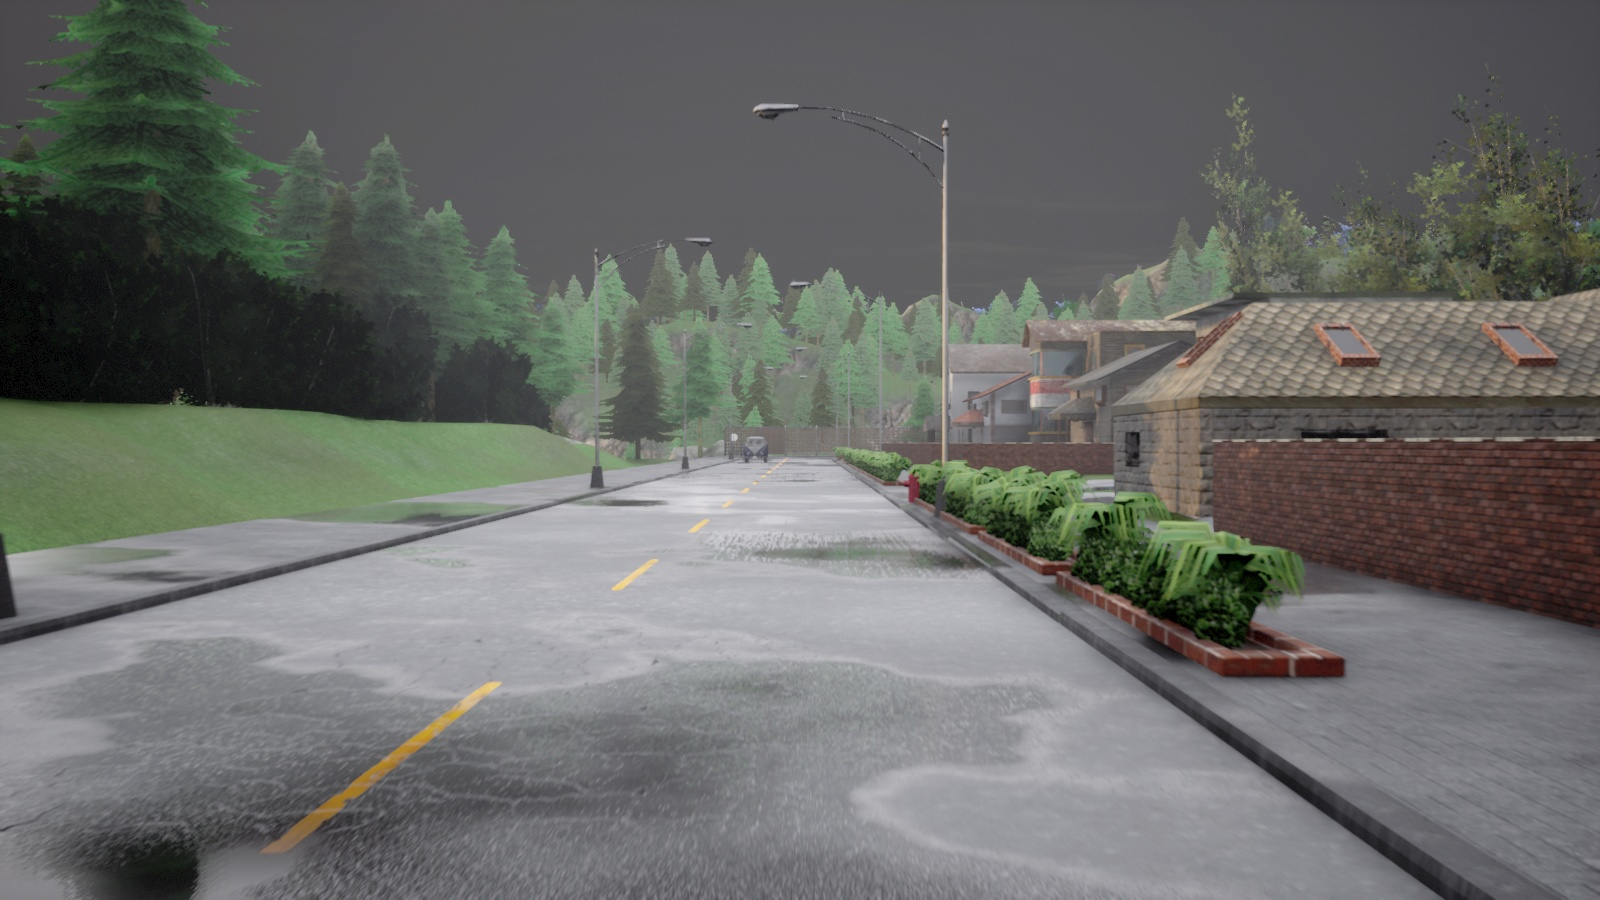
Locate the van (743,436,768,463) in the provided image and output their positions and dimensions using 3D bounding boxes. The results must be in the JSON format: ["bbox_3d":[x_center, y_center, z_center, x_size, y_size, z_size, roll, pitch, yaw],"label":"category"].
[{"bbox_3d":[-3.393,-0.045,96.328,1.775,1.987,4.442,0,0,0],"label":"van"}]
